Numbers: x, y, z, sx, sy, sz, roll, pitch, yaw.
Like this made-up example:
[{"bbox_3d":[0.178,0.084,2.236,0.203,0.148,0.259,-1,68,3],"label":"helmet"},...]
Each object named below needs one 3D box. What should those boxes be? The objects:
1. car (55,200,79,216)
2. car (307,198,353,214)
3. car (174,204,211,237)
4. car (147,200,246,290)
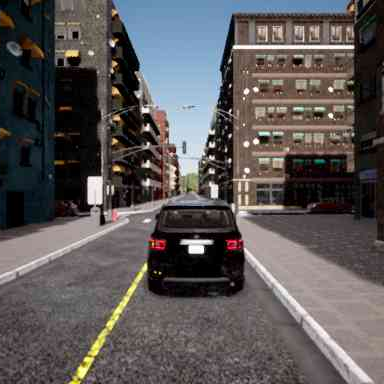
[{"bbox_3d":[-13.556,1.568,33.075,4.097,1.590,1.967,-1,0,0],"label":"car"},{"bbox_3d":[13.549,1.309,33.005,4.097,1.590,1.967,-1,0,0],"label":"car"},{"bbox_3d":[-0.009,1.503,19.020,1.837,1.490,4.892,0,0,-1],"label":"car"},{"bbox_3d":[0.092,1.220,9.197,2.150,2.045,5.566,0,0,0],"label":"car"}]
